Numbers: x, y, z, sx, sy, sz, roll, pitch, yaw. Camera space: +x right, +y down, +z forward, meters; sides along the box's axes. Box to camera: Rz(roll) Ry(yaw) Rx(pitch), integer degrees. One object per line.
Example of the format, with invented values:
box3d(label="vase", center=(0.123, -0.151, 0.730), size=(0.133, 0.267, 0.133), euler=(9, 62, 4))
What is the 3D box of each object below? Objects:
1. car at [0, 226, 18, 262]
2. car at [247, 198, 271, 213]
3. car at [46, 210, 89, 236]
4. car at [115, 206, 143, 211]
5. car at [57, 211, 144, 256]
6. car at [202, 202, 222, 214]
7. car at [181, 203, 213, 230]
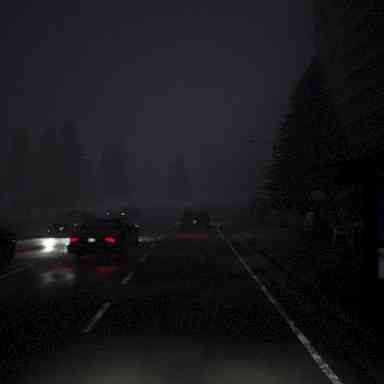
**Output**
box3d(label="car", center=(-7.099, 1.651, 10.073), size=(1.812, 1.442, 4.674), euler=(0, -1, 0))
box3d(label="car", center=(9.655, 1.764, 45.126), size=(2.150, 2.045, 5.566), euler=(-1, -1, 42))
box3d(label="car", center=(-7.019, 1.809, 19.950), size=(1.994, 1.385, 4.181), euler=(0, -1, 1))
box3d(label="car", center=(-6.038, 1.969, 30.192), size=(1.895, 1.301, 4.718), euler=(0, -1, 12))
box3d(label="car", center=(-3.413, 1.716, 13.807), size=(2.033, 1.411, 5.357), euler=(0, -1, 0))
box3d(label="car", center=(1.882, 1.968, 40.602), size=(1.882, 1.535, 5.008), euler=(-1, -1, 32))
box3d(label="car", center=(0.335, 1.760, 23.389), size=(1.882, 1.535, 5.008), euler=(0, -1, 4))
